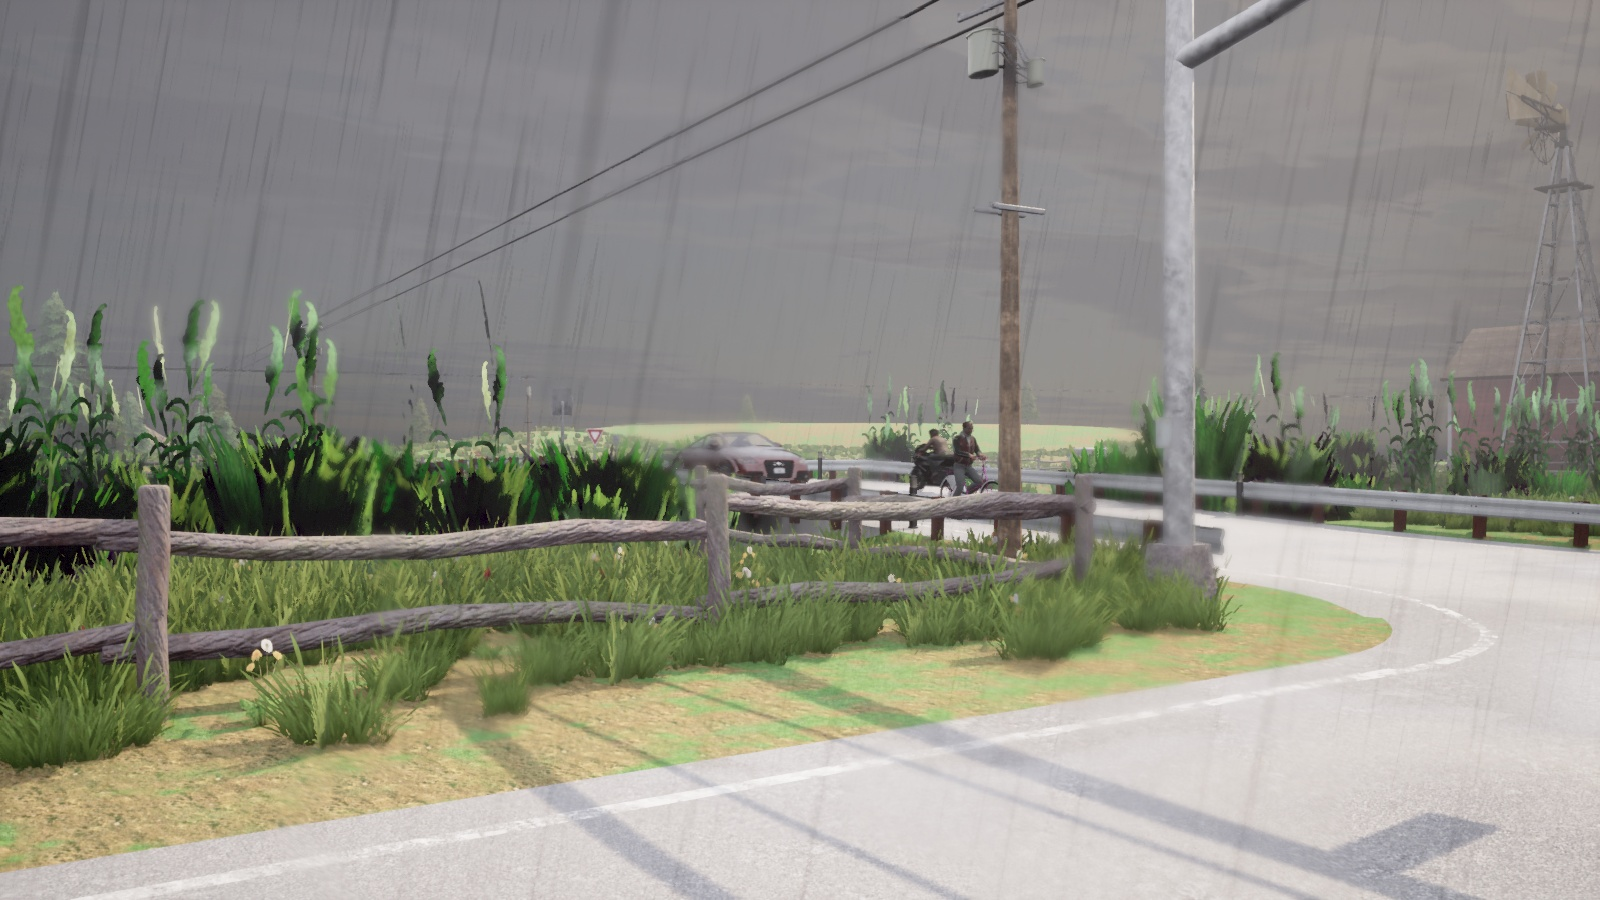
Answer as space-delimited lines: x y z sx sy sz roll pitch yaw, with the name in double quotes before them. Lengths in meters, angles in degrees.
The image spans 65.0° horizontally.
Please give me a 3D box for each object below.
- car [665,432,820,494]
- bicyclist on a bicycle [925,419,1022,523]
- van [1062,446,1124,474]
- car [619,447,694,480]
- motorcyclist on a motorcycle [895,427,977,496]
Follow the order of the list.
"car" -1.468 0.263 30.278 1.994 1.385 4.181 0 1 -31
"bicyclist on a bicycle" 3.128 0.348 22.816 0.659 1.776 1.843 0 2 -32
"van" 21.402 0.711 91.763 4.442 1.987 1.775 0 0 -32
"car" -8.352 0.773 73.139 3.866 1.878 1.905 0 0 -32
"motorcyclist on a motorcycle" 3.153 0.248 29.396 0.797 1.523 2.044 0 2 -32
